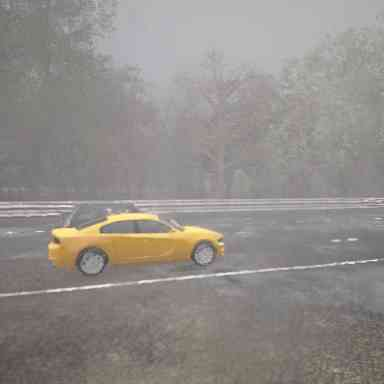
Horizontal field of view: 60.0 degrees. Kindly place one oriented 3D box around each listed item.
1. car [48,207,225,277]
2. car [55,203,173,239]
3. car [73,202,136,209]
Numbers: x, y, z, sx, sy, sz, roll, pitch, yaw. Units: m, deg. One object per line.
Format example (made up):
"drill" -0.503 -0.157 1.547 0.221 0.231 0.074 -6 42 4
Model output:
"car" -1.474 1.368 9.746 5.008 1.535 1.882 0 1 -19
"car" -3.775 1.326 16.357 5.357 1.411 2.033 0 1 -19
"car" -2.699 1.190 13.022 4.553 1.767 2.097 0 1 -19
